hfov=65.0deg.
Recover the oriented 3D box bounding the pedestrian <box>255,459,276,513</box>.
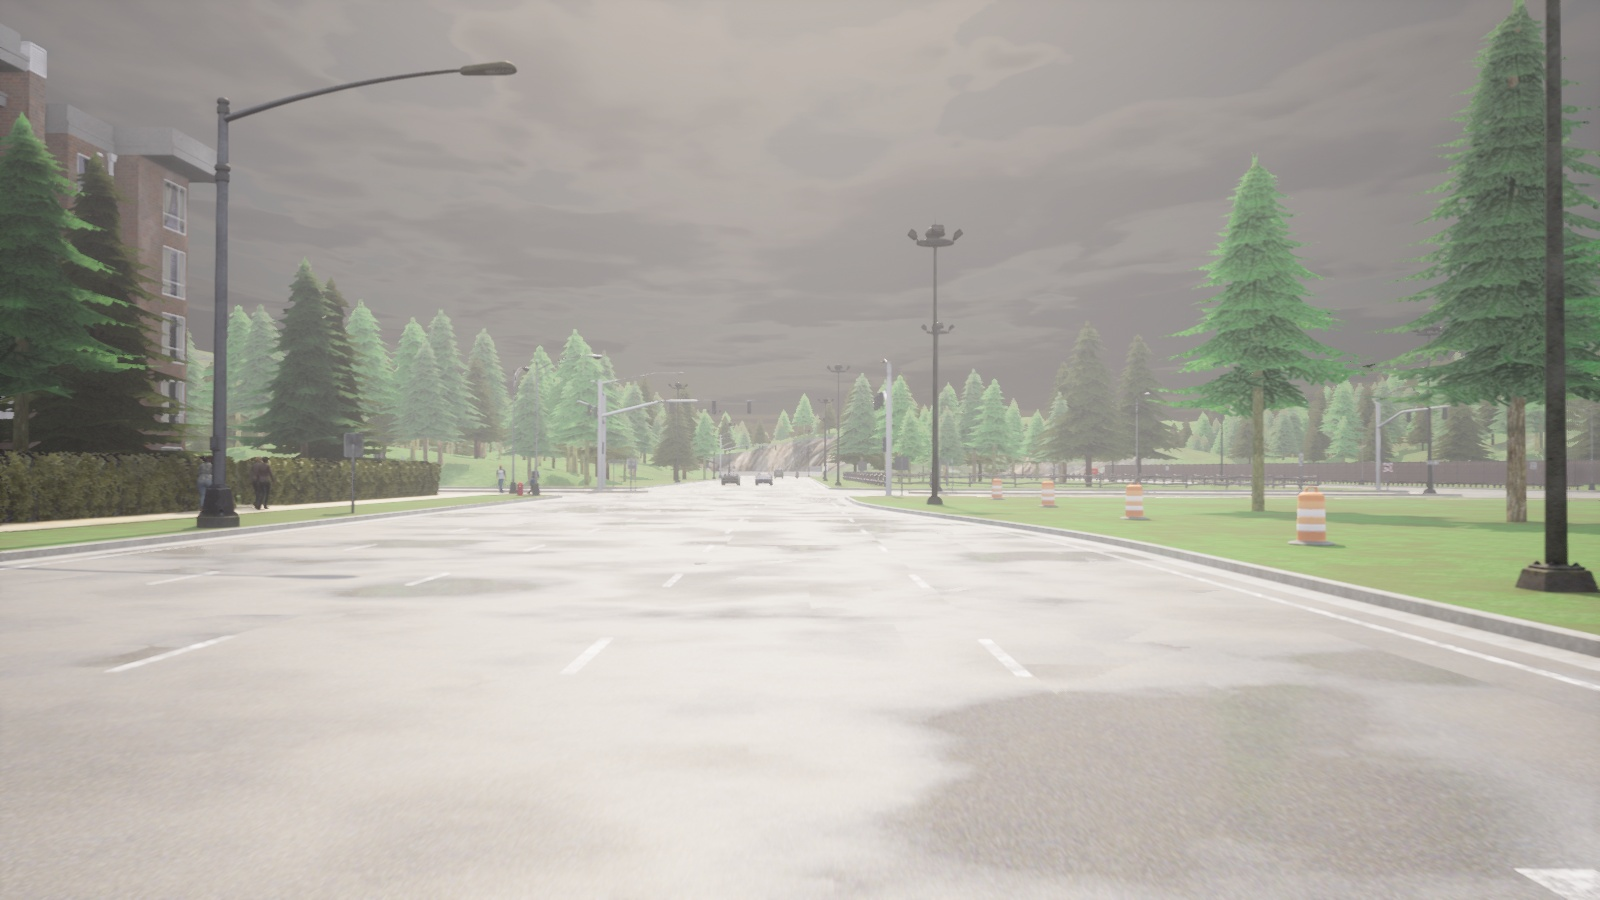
[{"bbox_3d":[-18.101,1.228,42.534,0.328,1.805,0.869,0,-1,1],"label":"pedestrian"}]

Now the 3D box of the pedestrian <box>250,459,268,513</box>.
[{"bbox_3d":[-18.665,1.244,43.339,0.331,1.846,0.634,0,-1,0],"label":"pedestrian"}]

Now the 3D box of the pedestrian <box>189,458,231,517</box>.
[{"bbox_3d":[-18.638,1.182,39.685,0.874,1.855,0.900,0,-1,1],"label":"pedestrian"}]
